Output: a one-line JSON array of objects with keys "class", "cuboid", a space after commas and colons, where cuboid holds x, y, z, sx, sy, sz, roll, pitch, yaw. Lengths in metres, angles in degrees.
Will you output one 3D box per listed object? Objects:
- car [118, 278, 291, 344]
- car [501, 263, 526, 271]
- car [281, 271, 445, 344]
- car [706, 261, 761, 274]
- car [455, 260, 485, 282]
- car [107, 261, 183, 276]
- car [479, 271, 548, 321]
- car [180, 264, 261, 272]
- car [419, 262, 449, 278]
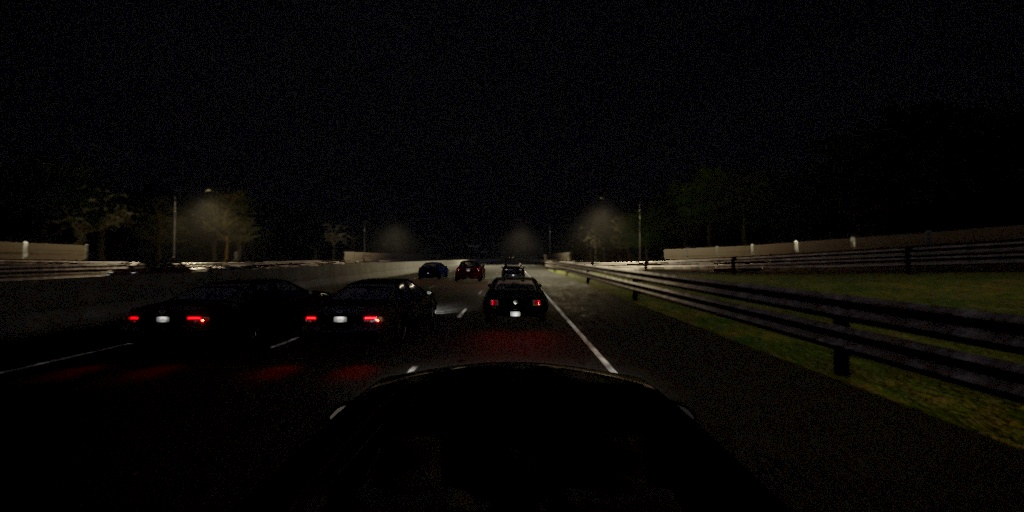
[{"class": "car", "cuboid": [-6.900, 1.305, 9.593, 2.033, 1.411, 5.357, 0, 0, 0]}, {"class": "car", "cuboid": [0.100, 1.285, 30.177, 2.128, 1.511, 4.902, 0, 0, 0]}, {"class": "car", "cuboid": [-3.400, 1.305, 9.599, 2.033, 1.411, 5.357, 0, 0, 0]}, {"class": "car", "cuboid": [21.302, 0.956, 34.760, 1.882, 1.535, 5.008, 0, -3, -18]}, {"class": "car", "cuboid": [-3.400, 1.145, 29.954, 2.097, 1.767, 4.553, 0, 0, 0]}, {"class": "car", "cuboid": [-24.596, 1.133, 24.497, 2.097, 1.767, 4.553, 0, 0, 0]}, {"class": "car", "cuboid": [0.100, 1.362, 12.421, 1.895, 1.301, 4.718, 0, 0, 0]}, {"class": "car", "cuboid": [-17.600, 1.325, 22.945, 2.033, 1.411, 5.357, 0, 0, 0]}, {"class": "car", "cuboid": [-6.900, 1.275, 31.888, 1.882, 1.535, 5.008, 0, 0, 0]}]
